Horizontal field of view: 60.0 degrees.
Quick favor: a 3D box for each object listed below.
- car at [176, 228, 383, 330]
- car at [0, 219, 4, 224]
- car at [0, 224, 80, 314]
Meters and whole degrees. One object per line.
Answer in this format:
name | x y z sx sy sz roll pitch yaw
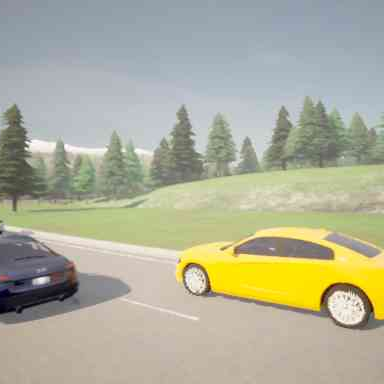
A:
car | 1.912 1.506 7.048 5.008 1.535 1.882 -1 0 36
car | -12.227 1.766 18.935 4.674 1.442 1.812 -1 -1 43
car | -4.388 1.654 7.460 4.181 1.385 1.994 -1 0 38
